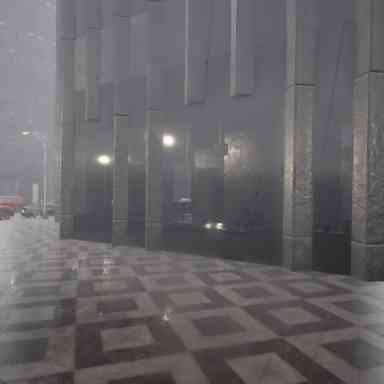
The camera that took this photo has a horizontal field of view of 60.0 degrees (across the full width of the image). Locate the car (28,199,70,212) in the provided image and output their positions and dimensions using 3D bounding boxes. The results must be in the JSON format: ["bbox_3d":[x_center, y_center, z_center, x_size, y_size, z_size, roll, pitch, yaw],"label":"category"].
[{"bbox_3d":[-17.488,1.633,40.865,1.947,1.339,4.313,1,0,35],"label":"car"}]

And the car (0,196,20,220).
[{"bbox_3d":[-17.090,1.463,26.719,2.192,1.841,5.009,1,0,35],"label":"car"}]

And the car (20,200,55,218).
[{"bbox_3d":[-13.821,1.742,31.318,1.947,1.339,4.313,1,0,35],"label":"car"}]

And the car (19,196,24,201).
[{"bbox_3d":[-20.757,1.353,36.267,2.192,1.841,5.009,1,0,35],"label":"car"}]
